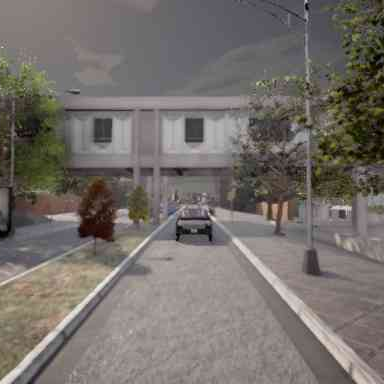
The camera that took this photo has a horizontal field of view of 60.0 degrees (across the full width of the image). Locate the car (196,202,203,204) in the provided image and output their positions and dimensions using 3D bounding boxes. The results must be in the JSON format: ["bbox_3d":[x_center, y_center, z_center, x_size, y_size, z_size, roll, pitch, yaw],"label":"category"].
[{"bbox_3d":[0.091,2.067,36.160,1.895,1.301,4.718,0,-1,0],"label":"car"}]

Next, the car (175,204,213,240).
[{"bbox_3d":[0.099,1.617,17.855,2.128,1.511,4.902,0,-1,0],"label":"car"}]
